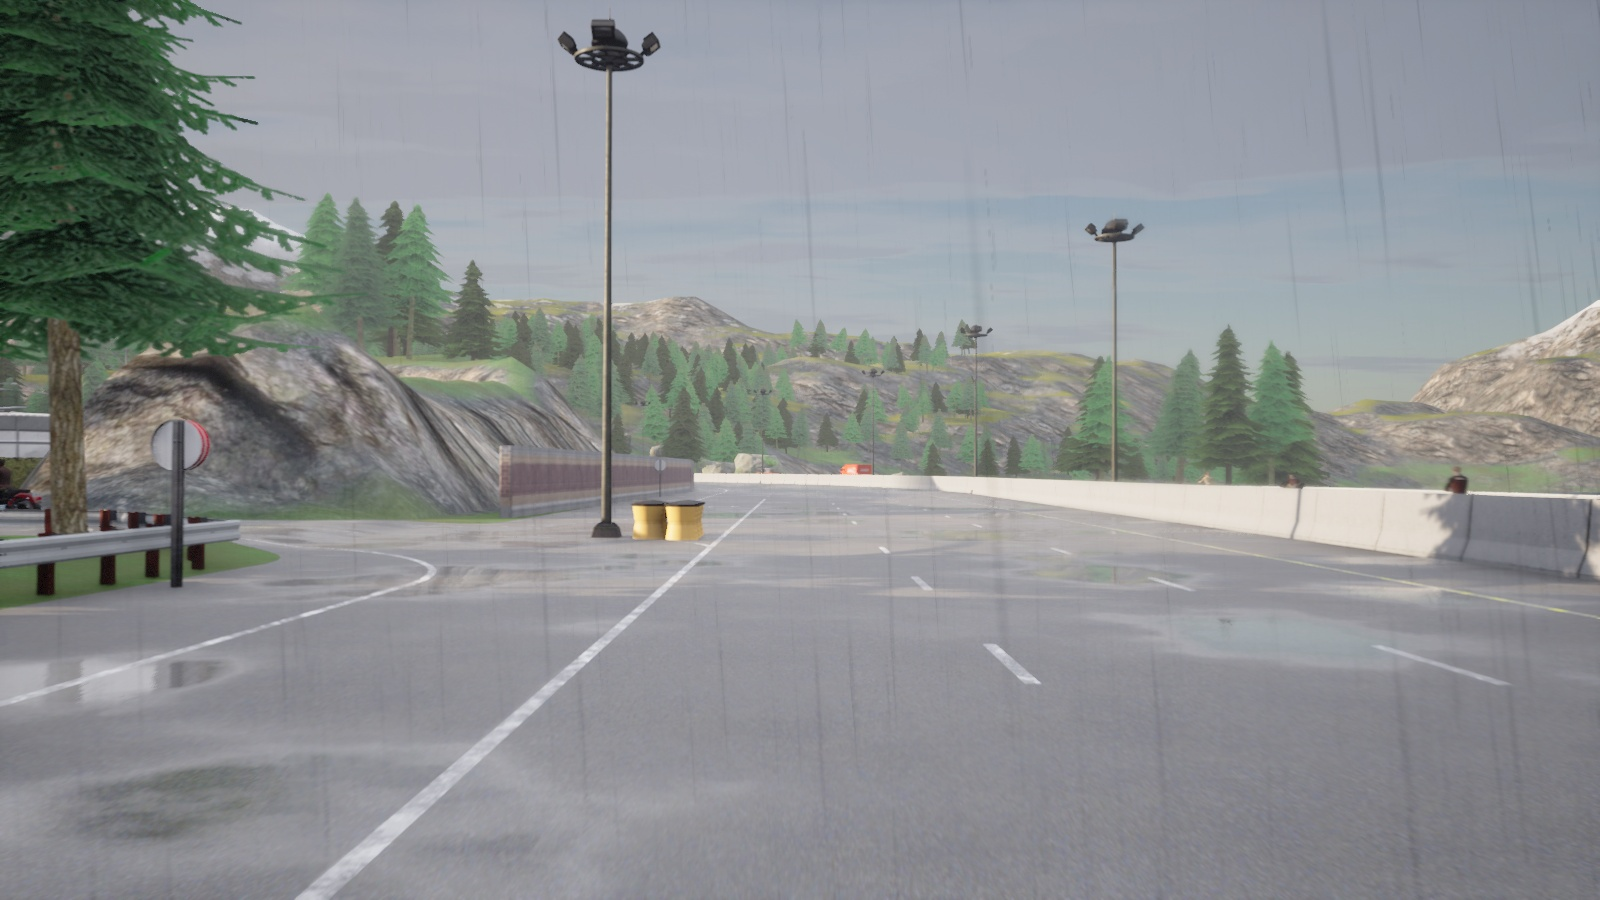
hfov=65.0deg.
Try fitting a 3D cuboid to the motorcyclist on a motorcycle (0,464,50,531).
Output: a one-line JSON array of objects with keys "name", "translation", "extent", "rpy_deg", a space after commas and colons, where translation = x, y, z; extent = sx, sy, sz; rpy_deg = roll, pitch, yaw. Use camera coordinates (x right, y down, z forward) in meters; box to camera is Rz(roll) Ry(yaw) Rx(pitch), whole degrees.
[{"name": "motorcyclist on a motorcycle", "translation": [-19.976, 1.170, 31.103], "extent": [2.350, 1.649, 0.766], "rpy_deg": [0, -1, 0]}]
